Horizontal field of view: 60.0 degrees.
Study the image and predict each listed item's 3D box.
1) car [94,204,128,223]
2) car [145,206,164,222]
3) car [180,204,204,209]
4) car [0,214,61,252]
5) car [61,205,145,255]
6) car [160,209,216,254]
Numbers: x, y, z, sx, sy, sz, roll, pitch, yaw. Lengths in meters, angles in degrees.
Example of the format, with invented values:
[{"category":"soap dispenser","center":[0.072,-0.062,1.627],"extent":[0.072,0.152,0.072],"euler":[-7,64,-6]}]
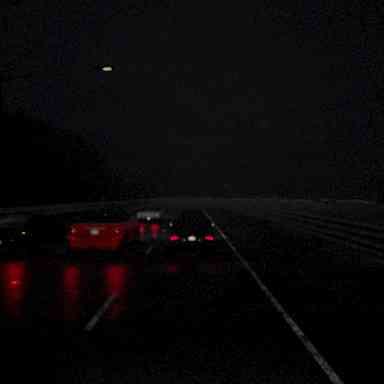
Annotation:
[{"category":"car","center":[-7.005,1.844,29.284],"extent":[1.994,1.385,4.181],"euler":[0,-1,0]},{"category":"car","center":[-3.506,1.879,29.116],"extent":[1.895,1.301,4.718],"euler":[0,-1,0]},{"category":"car","center":[-0.002,1.759,29.475],"extent":[1.882,1.535,5.008],"euler":[0,0,0]},{"category":"car","center":[-6.999,1.661,14.392],"extent":[1.812,1.442,4.674],"euler":[0,0,0]},{"category":"car","center":[-3.501,1.482,14.076],"extent":[2.097,1.767,4.553],"euler":[0,-1,0]},{"category":"car","center":[-0.003,1.679,13.997],"extent":[2.033,1.411,5.357],"euler":[0,-1,0]}]
